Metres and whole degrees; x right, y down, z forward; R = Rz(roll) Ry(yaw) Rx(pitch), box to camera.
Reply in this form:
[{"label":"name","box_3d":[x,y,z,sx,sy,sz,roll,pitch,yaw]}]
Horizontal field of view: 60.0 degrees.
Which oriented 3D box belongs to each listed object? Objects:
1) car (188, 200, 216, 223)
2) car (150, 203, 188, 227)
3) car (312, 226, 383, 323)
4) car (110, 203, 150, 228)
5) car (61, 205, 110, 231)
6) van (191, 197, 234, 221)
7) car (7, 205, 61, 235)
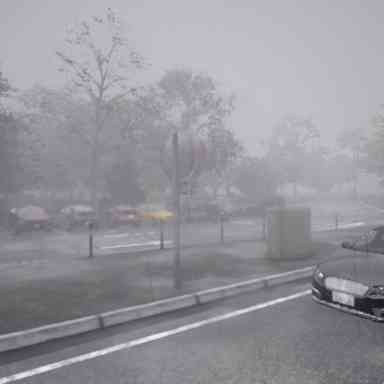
[{"label":"car","box_3d":[-0.699,1.640,26.275,2.163,1.488,4.792,0,0,-36]},{"label":"car","box_3d":[-2.832,1.591,24.485,1.946,1.575,5.366,0,0,-36]},{"label":"car","box_3d":[4.469,1.468,6.866,4.902,1.511,2.128,0,0,-35]},{"label":"car","box_3d":[-5.215,1.608,23.046,2.163,1.488,4.792,0,0,-36]},{"label":"car","box_3d":[-7.451,1.564,21.404,2.231,1.521,4.892,0,0,-36]},{"label":"van","box_3d":[1.644,1.401,27.770,1.878,1.987,4.442,0,0,-36]},{"label":"car","box_3d":[-9.715,1.547,19.800,2.097,1.535,5.008,0,0,-36]}]
